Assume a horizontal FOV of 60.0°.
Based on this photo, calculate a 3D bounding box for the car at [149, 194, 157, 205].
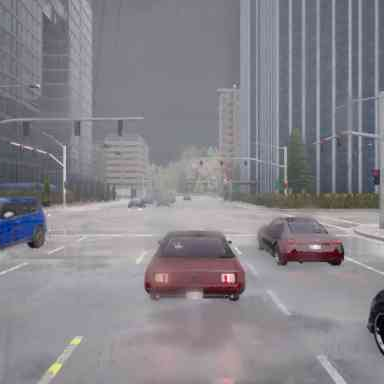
[{"bbox_3d":[-7.942,1.505,59.338,1.837,1.490,4.892,0,0,-1],"label":"car"}]

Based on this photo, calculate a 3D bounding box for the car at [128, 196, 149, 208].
[{"bbox_3d":[-7.793,1.526,47.464,1.812,1.442,4.674,0,0,1],"label":"car"}]

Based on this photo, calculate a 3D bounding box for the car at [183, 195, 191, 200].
[{"bbox_3d":[-1.295,1.553,88.561,1.994,1.385,4.181,0,0,-1],"label":"car"}]

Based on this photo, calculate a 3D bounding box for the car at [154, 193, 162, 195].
[{"bbox_3d":[-8.165,1.211,79.547,2.150,2.045,5.566,0,0,-1],"label":"car"}]

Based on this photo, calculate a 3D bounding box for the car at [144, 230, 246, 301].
[{"bbox_3d":[0.071,1.601,8.289,1.895,1.301,4.718,0,0,0],"label":"car"}]

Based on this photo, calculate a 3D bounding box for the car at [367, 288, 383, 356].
[{"bbox_3d":[3.608,1.564,3.236,1.994,1.385,4.181,0,0,-1],"label":"car"}]

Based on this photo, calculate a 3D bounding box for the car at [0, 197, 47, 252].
[{"bbox_3d":[-7.091,1.221,11.667,2.150,2.045,5.566,0,0,-1],"label":"car"}]

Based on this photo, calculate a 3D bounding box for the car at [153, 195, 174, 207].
[{"bbox_3d":[-4.350,1.547,51.564,2.033,1.411,5.357,0,0,-1],"label":"car"}]

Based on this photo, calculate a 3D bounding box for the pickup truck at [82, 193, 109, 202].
[{"bbox_3d":[-21.197,1.059,73.336,2.390,2.098,6.274,0,0,30],"label":"pickup truck"}]

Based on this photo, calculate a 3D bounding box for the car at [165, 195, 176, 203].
[{"bbox_3d":[-4.559,1.525,72.263,2.128,1.511,4.902,0,0,-1],"label":"car"}]

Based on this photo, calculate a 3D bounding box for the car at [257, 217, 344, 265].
[{"bbox_3d":[3.577,1.564,11.647,1.994,1.385,4.181,0,0,0],"label":"car"}]

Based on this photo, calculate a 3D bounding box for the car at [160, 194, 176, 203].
[{"bbox_3d":[-4.467,1.505,61.841,1.837,1.490,4.892,0,0,0],"label":"car"}]
